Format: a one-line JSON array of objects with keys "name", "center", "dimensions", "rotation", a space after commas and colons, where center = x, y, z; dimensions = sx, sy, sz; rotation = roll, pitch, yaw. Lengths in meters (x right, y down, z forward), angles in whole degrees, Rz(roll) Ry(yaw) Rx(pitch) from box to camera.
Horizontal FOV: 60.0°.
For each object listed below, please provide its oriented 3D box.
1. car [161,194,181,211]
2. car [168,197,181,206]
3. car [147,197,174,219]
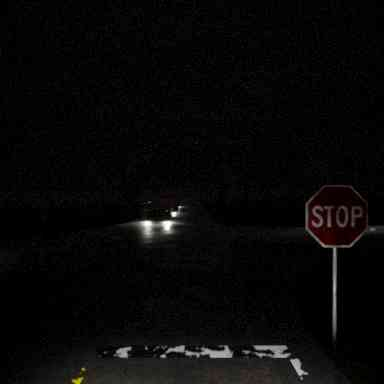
[{"name": "car", "center": [-2.868, 1.226, 41.095], "dimensions": [2.150, 2.045, 5.566], "rotation": [0, 0, 1]}, {"name": "car", "center": [-2.863, 1.558, 54.535], "dimensions": [1.812, 1.442, 4.674], "rotation": [0, 0, 0]}, {"name": "car", "center": [-2.824, 1.476, 28.991], "dimensions": [1.882, 1.535, 5.008], "rotation": [0, 0, -1]}]
